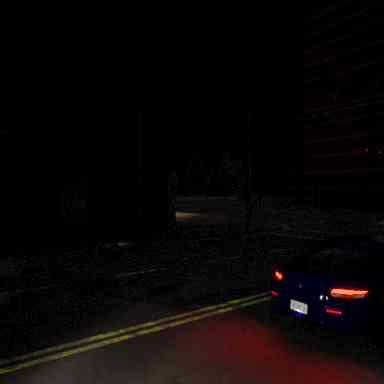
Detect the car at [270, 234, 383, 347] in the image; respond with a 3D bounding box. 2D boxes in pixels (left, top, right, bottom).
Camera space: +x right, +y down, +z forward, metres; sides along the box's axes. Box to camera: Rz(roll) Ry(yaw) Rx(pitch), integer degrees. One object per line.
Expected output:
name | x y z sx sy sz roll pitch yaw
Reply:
car | 3.453 1.526 6.234 4.674 1.442 1.812 0 0 -35
